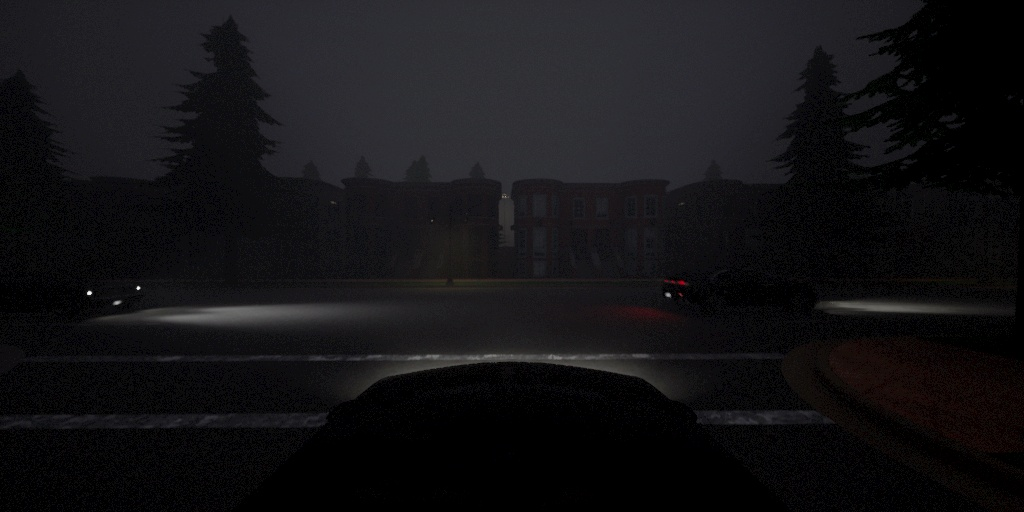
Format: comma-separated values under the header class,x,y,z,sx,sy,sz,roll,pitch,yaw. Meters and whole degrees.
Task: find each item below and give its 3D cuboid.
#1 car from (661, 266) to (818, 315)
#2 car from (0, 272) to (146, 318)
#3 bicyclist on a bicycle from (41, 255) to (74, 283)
class,x,y,z,sx,sy,sz,roll,pitch,yaw
car,7.637,1.081,12.161,4.902,1.511,2.128,0,0,-5
car,-14.877,1.188,11.471,4.718,1.301,1.895,0,1,-1
bicyclist on a bicycle,-25.682,0.763,20.195,0.582,1.620,1.656,0,1,-1
